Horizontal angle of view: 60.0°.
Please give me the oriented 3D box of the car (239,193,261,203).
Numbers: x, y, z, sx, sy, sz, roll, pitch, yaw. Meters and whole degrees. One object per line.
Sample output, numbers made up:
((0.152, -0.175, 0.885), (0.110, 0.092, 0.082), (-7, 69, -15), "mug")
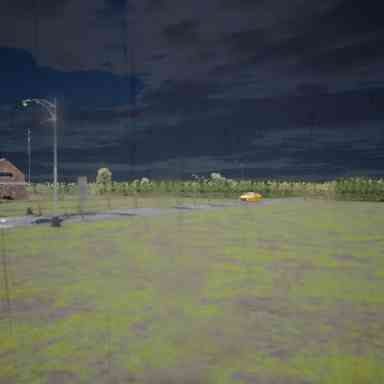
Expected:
((9.336, 0.858, 53.432), (1.882, 1.535, 5.008), (0, 1, 36), "car")
